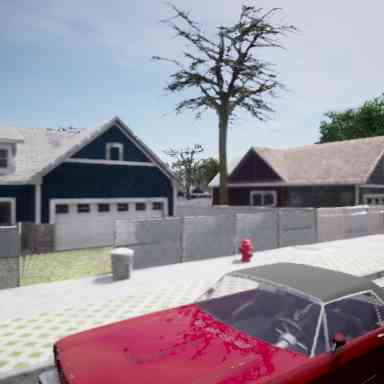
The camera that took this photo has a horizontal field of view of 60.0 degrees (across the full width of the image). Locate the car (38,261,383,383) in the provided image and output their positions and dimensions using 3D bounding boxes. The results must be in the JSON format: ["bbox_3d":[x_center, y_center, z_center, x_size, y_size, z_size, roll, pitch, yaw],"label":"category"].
[{"bbox_3d":[0.931,1.603,3.734,4.718,1.301,1.895,0,0,-36],"label":"car"}]
